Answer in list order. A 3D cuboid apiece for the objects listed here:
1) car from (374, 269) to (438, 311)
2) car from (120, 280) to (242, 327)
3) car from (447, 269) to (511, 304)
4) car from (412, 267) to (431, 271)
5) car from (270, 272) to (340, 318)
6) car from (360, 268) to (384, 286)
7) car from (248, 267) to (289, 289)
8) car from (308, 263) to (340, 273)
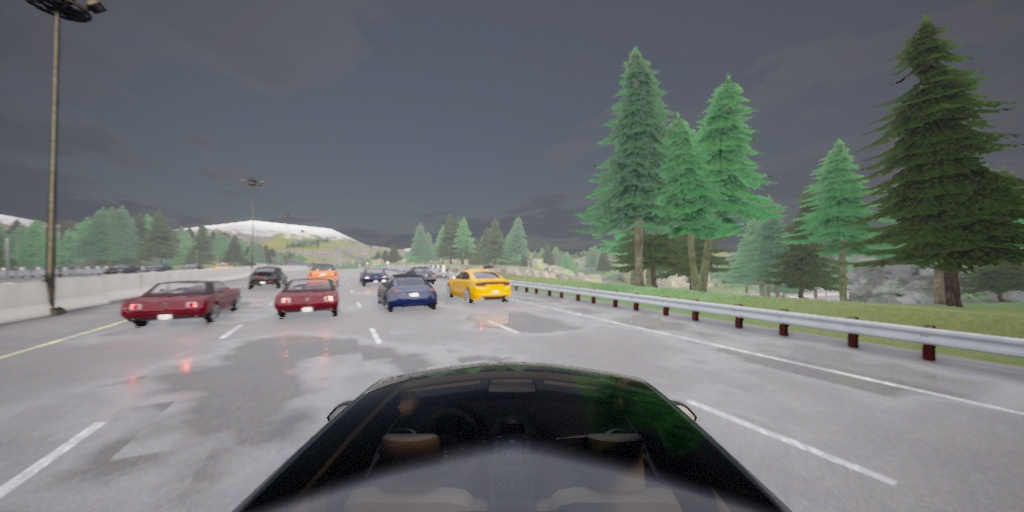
[{"bbox_3d":[-4.582,1.462,15.447,1.994,1.385,4.181,0,-1,-26],"label":"car"},{"bbox_3d":[-10.758,1.458,12.134,1.895,1.301,4.718,0,-1,-26],"label":"car"},{"bbox_3d":[-1.774,1.402,17.683,1.882,1.535,5.008,0,0,-26],"label":"car"},{"bbox_3d":[-7.634,1.598,29.579,2.033,1.411,5.357,0,-1,-26],"label":"car"},{"bbox_3d":[-7.625,1.478,13.694,1.895,1.301,4.718,0,-1,-26],"label":"car"},{"bbox_3d":[-11.078,1.639,28.671,1.895,1.301,4.718,0,-1,-26],"label":"car"},{"bbox_3d":[-17.472,1.509,25.820,1.837,1.490,4.892,0,0,-26],"label":"car"},{"bbox_3d":[-14.298,1.372,27.300,2.097,1.767,4.553,0,-1,-26],"label":"car"}]
